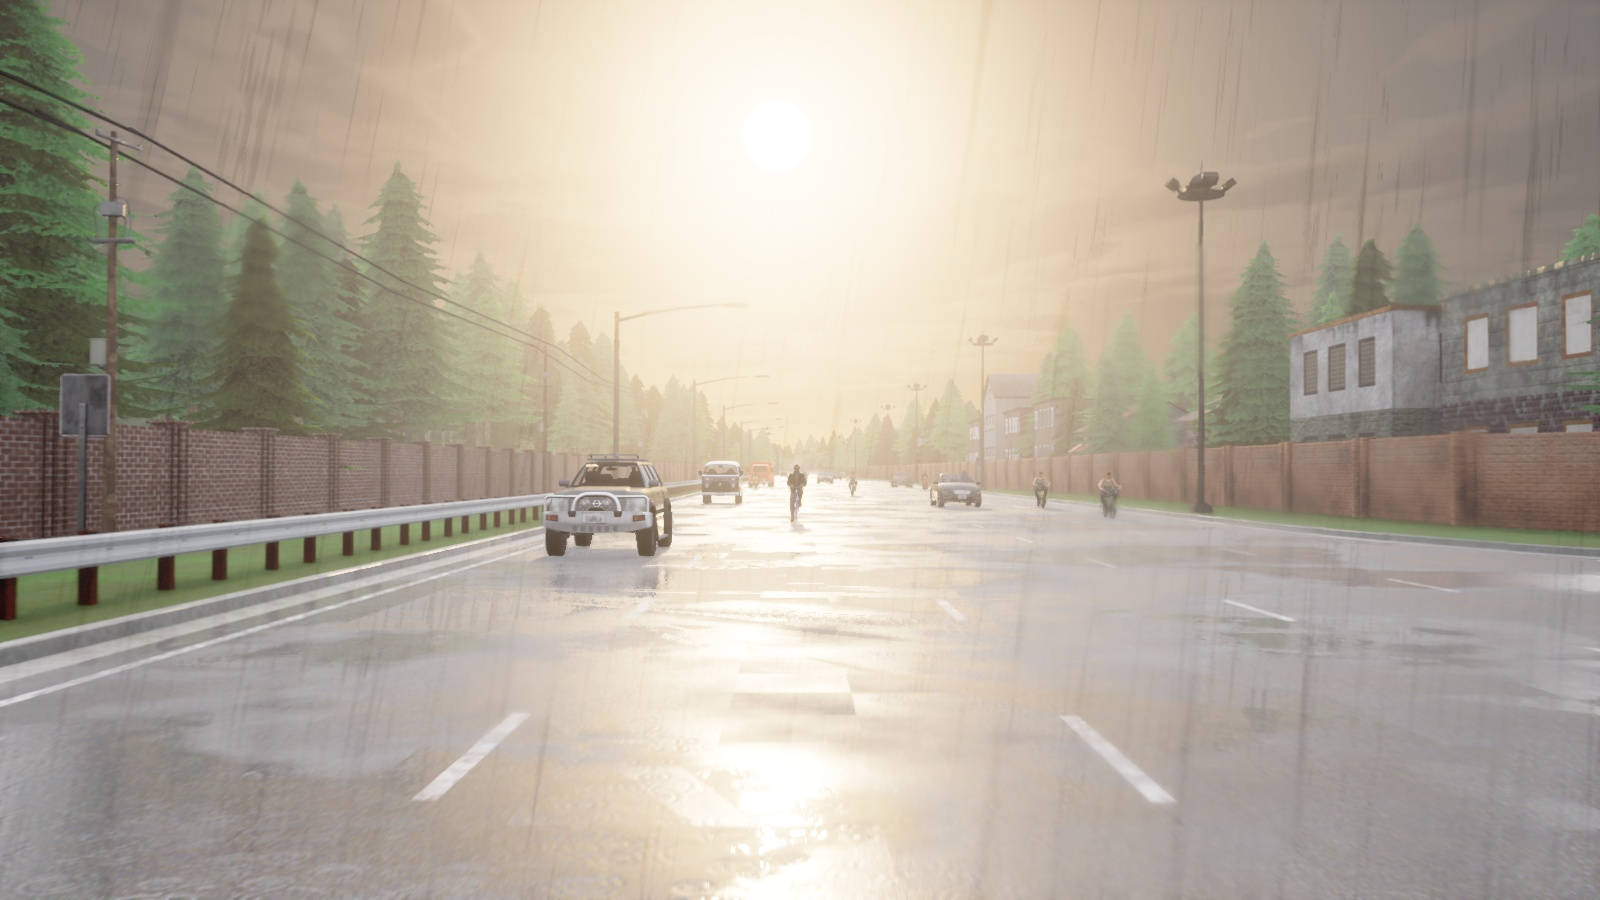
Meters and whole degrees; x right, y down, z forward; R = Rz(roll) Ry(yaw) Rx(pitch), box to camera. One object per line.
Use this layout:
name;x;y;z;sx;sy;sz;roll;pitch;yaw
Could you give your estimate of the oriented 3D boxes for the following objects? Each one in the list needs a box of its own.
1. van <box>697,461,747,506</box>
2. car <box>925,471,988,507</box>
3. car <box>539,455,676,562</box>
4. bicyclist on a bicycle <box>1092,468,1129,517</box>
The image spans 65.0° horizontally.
van;-3.648;1.549;59.531;2.069;2.038;4.480;0;-1;0
car;6.863;1.672;55.486;2.128;1.511;4.902;0;-1;0
car;-3.560;1.048;24.037;1.932;1.855;4.605;0;-1;0
bicyclist on a bicycle;10.400;1.415;42.142;0.866;1.612;1.509;0;-1;0
